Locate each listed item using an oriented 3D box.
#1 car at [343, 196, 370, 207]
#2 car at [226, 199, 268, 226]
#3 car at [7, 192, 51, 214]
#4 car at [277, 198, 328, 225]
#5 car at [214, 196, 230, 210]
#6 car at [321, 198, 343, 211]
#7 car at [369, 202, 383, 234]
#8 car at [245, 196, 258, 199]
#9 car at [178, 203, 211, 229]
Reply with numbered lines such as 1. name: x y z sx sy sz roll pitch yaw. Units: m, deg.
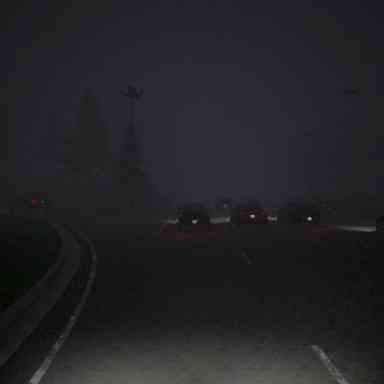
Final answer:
1. car: 21.730 1.216 45.351 1.812 1.442 4.674 0 0 -42
2. car: 3.642 1.418 21.973 1.994 1.385 4.181 0 0 0
3. car: -16.144 1.016 32.966 5.566 2.045 2.150 0 0 39
4. car: 7.142 1.352 22.596 1.837 1.490 4.892 0 0 0
5. car: 3.673 1.248 38.965 1.837 1.490 4.892 0 0 0
6. car: 14.169 1.354 36.249 1.895 1.301 4.718 0 0 0
7. car: 10.631 1.396 15.599 1.837 1.490 4.892 0 0 0
8. car: 7.161 1.260 39.951 1.812 1.442 4.674 0 0 0
9. car: 0.139 1.393 20.213 1.812 1.442 4.674 0 0 0
